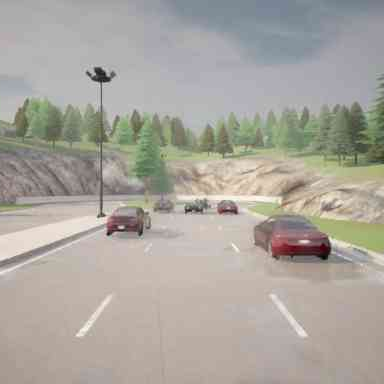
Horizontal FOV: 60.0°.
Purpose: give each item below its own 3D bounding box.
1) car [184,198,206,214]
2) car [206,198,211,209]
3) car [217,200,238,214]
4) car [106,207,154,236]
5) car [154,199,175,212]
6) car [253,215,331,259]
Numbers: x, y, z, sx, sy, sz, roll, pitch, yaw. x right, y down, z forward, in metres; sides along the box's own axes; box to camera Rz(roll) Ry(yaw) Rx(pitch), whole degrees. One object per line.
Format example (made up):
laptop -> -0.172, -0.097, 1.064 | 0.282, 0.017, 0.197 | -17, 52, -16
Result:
car -> 0.251, 1.601, 35.369 | 1.895, 1.301, 4.718 | 0, 0, 2
car -> 1.387, 1.491, 44.568 | 2.128, 1.511, 4.902 | 0, 0, 12
car -> 3.741, 1.563, 35.343 | 1.994, 1.385, 4.181 | 0, 0, 2
car -> -3.407, 1.526, 18.331 | 1.812, 1.442, 4.674 | 0, 0, 0
car -> -3.153, 1.547, 38.122 | 2.033, 1.411, 5.357 | 0, 0, 4
car -> 3.596, 1.564, 12.634 | 1.994, 1.385, 4.181 | 0, 0, 0
